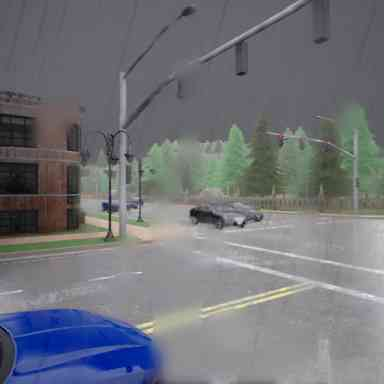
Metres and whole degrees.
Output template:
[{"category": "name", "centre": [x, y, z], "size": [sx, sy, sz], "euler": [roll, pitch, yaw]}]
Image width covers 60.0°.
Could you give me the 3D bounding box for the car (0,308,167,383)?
[{"category": "car", "centre": [-2.486, 1.478, 1.968], "size": [5.008, 1.535, 1.882], "euler": [0, 0, -36]}]

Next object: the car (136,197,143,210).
[{"category": "car", "centre": [-8.412, 1.564, 42.231], "size": [1.994, 1.385, 4.181], "euler": [0, 0, -34]}]

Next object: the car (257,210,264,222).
[{"category": "car", "centre": [3.312, 1.505, 25.366], "size": [1.837, 1.490, 4.892], "euler": [0, 0, -35]}]

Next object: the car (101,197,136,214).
[{"category": "car", "centre": [-8.221, 1.477, 35.786], "size": [1.882, 1.535, 5.008], "euler": [0, 0, -35]}]

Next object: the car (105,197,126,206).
[{"category": "car", "centre": [-12.611, 1.564, 54.573], "size": [1.994, 1.385, 4.181], "euler": [0, 0, -35]}]

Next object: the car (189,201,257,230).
[{"category": "car", "centre": [1.554, 1.492, 21.202], "size": [2.128, 1.511, 4.902], "euler": [0, 0, -29]}]
